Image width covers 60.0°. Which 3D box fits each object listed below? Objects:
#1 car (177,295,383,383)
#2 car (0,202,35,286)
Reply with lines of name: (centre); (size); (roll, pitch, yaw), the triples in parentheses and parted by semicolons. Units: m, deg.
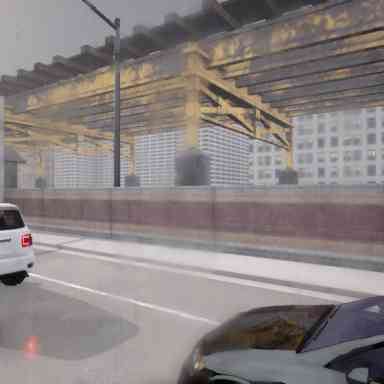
car: (1.913, 1.576, 2.637); (4.181, 1.385, 1.994); (0, 0, 35)
car: (-6.186, 1.246, 8.314); (5.566, 2.045, 2.150); (0, 0, 36)
